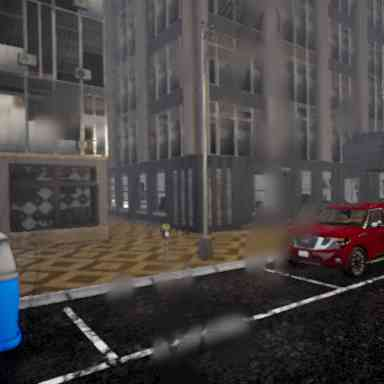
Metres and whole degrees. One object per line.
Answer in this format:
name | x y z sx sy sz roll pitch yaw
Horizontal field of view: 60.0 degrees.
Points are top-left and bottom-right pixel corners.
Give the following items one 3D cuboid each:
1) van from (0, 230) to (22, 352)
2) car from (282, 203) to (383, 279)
van | -4.070 1.347 3.674 3.998 1.788 1.690 0 -1 -35
car | 4.942 1.274 10.101 5.009 1.841 2.192 0 -1 -35
